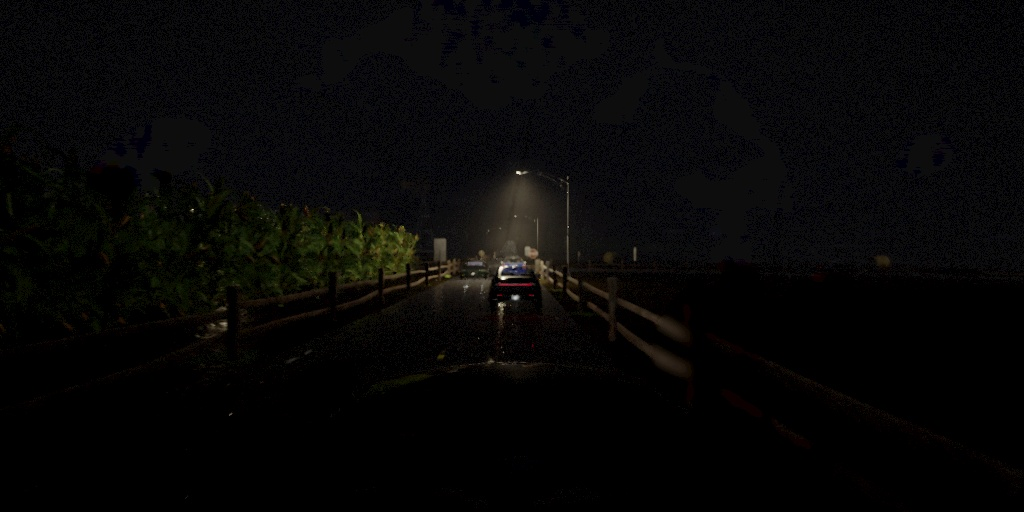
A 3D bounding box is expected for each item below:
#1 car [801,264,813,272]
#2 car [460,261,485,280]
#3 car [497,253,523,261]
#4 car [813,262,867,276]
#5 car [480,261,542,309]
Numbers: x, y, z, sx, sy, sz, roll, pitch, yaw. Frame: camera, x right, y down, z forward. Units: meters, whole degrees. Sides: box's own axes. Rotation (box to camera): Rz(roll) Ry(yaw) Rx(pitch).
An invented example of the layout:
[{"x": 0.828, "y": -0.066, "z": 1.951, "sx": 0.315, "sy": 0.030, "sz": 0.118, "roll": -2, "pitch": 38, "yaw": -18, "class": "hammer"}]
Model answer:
[{"x": 40.208, "y": 1.488, "z": 46.439, "sx": 4.674, "sy": 1.442, "sz": 1.812, "roll": 1, "pitch": 2, "yaw": 1, "class": "car"}, {"x": -2.776, "y": 1.060, "z": 27.661, "sx": 1.994, "sy": 1.385, "sz": 4.181, "roll": 0, "pitch": 0, "yaw": 1, "class": "car"}, {"x": 0.134, "y": 0.828, "z": 29.567, "sx": 2.097, "sy": 1.767, "sz": 4.553, "roll": 0, "pitch": 1, "yaw": 0, "class": "car"}, {"x": 40.236, "y": 1.579, "z": 43.627, "sx": 4.892, "sy": 1.490, "sz": 1.837, "roll": 1, "pitch": 2, "yaw": 1, "class": "car"}, {"x": 0.115, "y": 1.122, "z": 14.114, "sx": 2.128, "sy": 1.511, "sz": 4.902, "roll": 0, "pitch": 1, "yaw": 0, "class": "car"}]
